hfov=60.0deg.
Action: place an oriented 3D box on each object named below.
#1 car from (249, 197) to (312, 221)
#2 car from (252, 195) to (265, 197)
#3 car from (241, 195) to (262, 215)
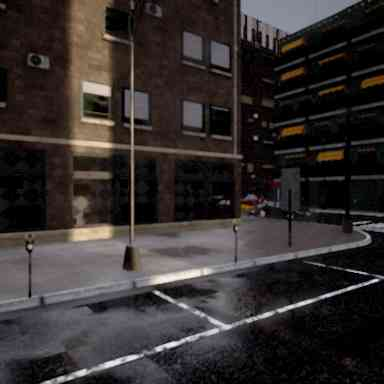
[{"bbox_3d":[6.715,1.322,24.537,2.008,1.369,4.403,1,0,-36],"label":"car"},{"bbox_3d":[6.951,1.057,38.444,1.967,1.590,4.097,1,0,-36],"label":"car"},{"bbox_3d":[3.536,1.222,28.899,1.752,1.417,4.829,1,0,-36],"label":"car"}]
